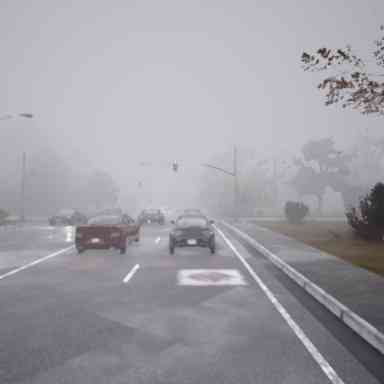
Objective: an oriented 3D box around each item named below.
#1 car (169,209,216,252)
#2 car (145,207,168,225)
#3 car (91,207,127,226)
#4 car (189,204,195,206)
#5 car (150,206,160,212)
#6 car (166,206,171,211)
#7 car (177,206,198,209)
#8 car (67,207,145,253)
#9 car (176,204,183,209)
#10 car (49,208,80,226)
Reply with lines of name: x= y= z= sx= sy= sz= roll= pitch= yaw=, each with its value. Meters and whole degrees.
car: x=0.015 y=1.676 z=14.427 sx=1.812 sy=1.442 sz=4.674 roll=0 pitch=-1 yaw=0
car: x=-3.478 y=2.190 z=29.195 sx=1.895 sy=1.301 sz=4.718 roll=0 pitch=-3 yaw=0
car: x=-6.985 y=2.074 z=28.540 sx=1.837 sy=1.490 sz=4.892 roll=0 pitch=-3 yaw=0
car: x=0.061 y=4.717 z=90.015 sx=1.994 sy=1.385 sz=4.181 roll=0 pitch=-1 yaw=0
car: x=-10.437 y=4.844 z=94.438 sx=2.033 sy=1.411 sz=5.357 roll=0 pitch=-1 yaw=0
car: x=-6.937 y=4.828 z=94.449 sx=1.812 sy=1.442 sz=4.674 roll=0 pitch=-1 yaw=0
car: x=0.031 y=2.131 z=29.073 sx=2.033 sy=1.411 sz=5.357 roll=0 pitch=-3 yaw=1
car: x=-3.484 y=1.630 z=14.525 sx=1.882 sy=1.535 sz=5.008 roll=0 pitch=-1 yaw=0
car: x=-3.439 y=4.669 z=89.636 sx=1.812 sy=1.442 sz=4.674 roll=0 pitch=-1 yaw=0
car: x=-10.485 y=2.083 z=28.438 sx=1.812 sy=1.442 sz=4.674 roll=0 pitch=-3 yaw=0
